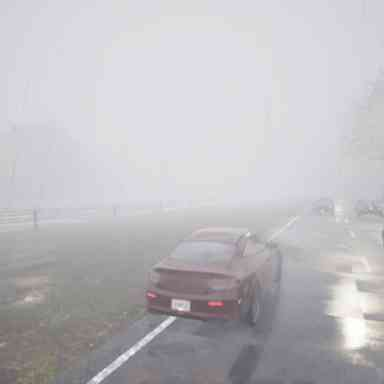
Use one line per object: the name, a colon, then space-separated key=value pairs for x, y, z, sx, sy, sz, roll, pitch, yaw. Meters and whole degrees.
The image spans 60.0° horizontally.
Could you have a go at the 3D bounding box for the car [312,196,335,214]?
car: x=12.348 y=1.340 z=31.218 sx=1.895 sy=1.301 sz=4.718 roll=0 pitch=0 yaw=23

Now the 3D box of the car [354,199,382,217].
car: x=14.781 y=1.293 z=27.916 sx=2.033 sy=1.411 sz=5.357 roll=0 pitch=0 yaw=23

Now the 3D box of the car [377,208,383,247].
car: x=7.742 y=1.443 z=11.212 sx=1.994 sy=1.385 sz=4.181 roll=0 pitch=0 yaw=23

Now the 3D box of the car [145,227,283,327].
car: x=0.730 y=1.474 z=7.001 sx=1.812 sy=1.442 sz=4.674 roll=0 pitch=0 yaw=23
